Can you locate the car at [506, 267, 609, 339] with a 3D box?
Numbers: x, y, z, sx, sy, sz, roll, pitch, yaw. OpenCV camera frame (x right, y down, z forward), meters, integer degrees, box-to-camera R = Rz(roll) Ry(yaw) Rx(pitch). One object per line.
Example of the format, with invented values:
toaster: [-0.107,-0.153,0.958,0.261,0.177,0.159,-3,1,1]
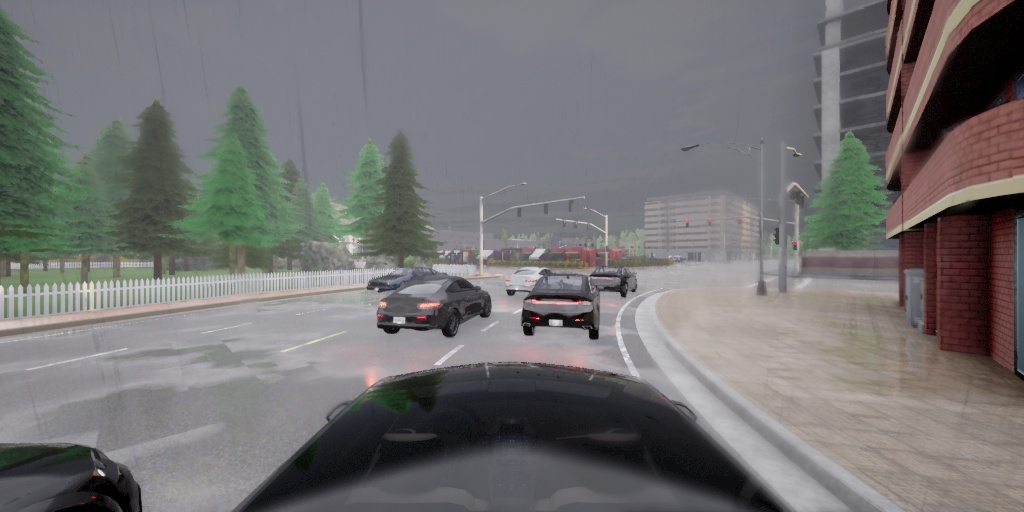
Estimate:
car: [1.549,1.242,10.167,2.128,1.511,4.902,0,0,14]

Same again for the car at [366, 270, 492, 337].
car: [-1.999,1.276,10.294,1.812,1.442,4.674,0,0,13]

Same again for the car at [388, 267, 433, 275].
car: [-5.867,1.340,21.041,2.033,1.411,5.357,0,0,26]

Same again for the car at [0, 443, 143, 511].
car: [-3.170,1.314,0.387,1.994,1.385,4.181,0,0,-2]

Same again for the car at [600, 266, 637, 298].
car: [5.320,1.242,18.788,2.128,1.511,4.902,0,0,28]

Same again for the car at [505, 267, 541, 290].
car: [1.243,1.276,18.796,1.812,1.442,4.674,0,0,26]
